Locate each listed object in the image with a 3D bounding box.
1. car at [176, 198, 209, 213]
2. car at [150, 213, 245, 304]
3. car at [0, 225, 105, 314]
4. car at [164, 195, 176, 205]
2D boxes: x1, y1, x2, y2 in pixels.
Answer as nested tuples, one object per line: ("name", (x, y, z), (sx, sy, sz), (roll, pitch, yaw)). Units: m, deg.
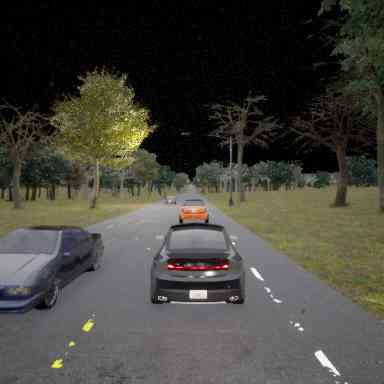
("car", (0.149, 1.321, 25.050), (2.097, 1.767, 4.553), (0, 0, 0))
("car", (0.116, 1.502, 8.112), (1.837, 1.490, 4.892), (0, 0, 0))
("car", (-3.584, 1.545, 8.053), (2.033, 1.411, 5.357), (0, 0, 0))
("car", (-3.395, 1.307, 53.943), (2.128, 1.511, 4.902), (0, 0, 0))
